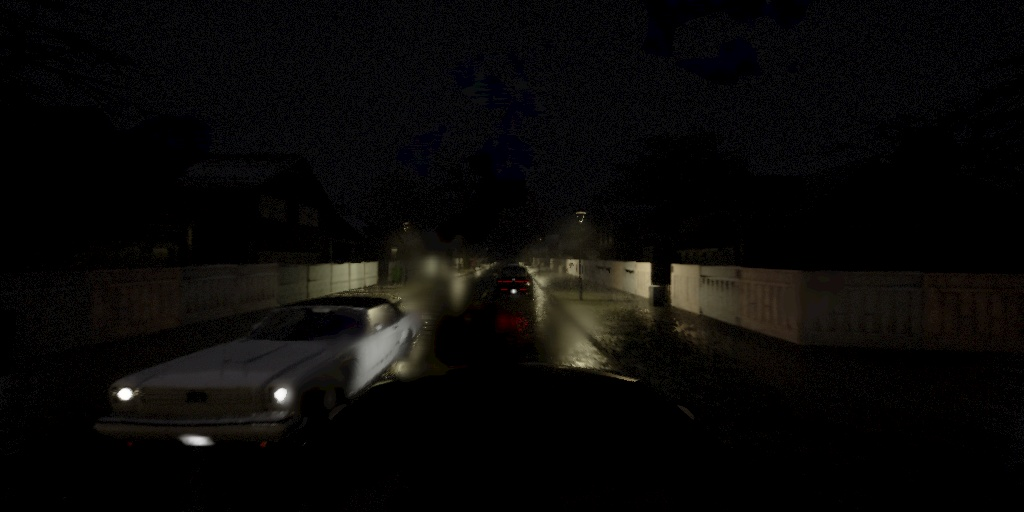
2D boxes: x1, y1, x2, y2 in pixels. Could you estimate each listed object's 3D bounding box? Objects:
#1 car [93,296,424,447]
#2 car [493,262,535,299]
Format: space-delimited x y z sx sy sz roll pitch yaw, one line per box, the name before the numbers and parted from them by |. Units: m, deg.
car | -2.827 1.355 5.431 1.895 1.301 4.718 0 0 0
car | 0.083 1.277 18.158 1.837 1.490 4.892 0 1 0
